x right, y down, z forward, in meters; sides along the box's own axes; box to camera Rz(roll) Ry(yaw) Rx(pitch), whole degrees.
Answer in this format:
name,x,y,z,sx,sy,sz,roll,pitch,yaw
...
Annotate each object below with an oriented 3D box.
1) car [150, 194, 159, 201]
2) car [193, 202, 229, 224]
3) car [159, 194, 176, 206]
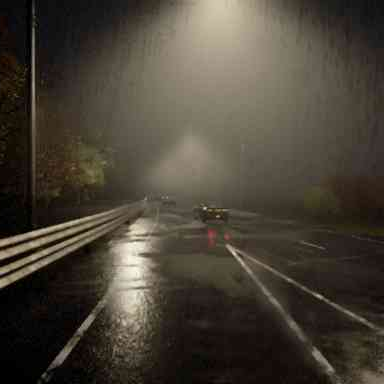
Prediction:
name,x,y,z,sx,sy,sz,roll,pitch,yaw
car,-7.508,1.267,73.401,2.128,1.511,4.902,0,0,-10
car,1.314,1.450,24.734,2.128,1.511,4.902,0,0,-10
car,-3.666,1.408,52.217,1.994,1.385,4.181,0,0,-10
